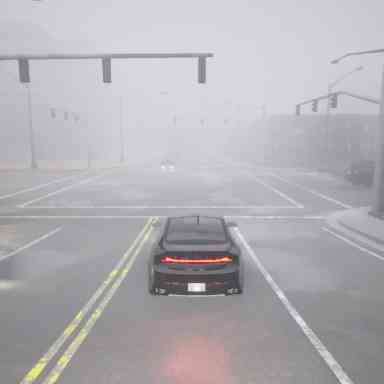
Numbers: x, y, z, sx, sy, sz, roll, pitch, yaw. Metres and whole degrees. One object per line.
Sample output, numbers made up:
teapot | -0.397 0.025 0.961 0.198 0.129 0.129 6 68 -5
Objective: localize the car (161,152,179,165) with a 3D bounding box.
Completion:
car | -3.580 -4.900 50.697 2.033 1.411 5.357 0 9 0

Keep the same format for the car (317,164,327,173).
car | 15.948 -2.671 36.327 4.181 1.385 1.994 0 9 0

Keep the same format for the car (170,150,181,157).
car | -3.537 -6.935 62.613 2.097 1.767 4.553 0 9 0

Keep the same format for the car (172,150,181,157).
car | -3.476 -8.608 74.293 1.882 1.535 5.008 0 9 0

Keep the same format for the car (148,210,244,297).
car | 0.074 1.200 8.032 1.837 1.490 4.892 0 4 0

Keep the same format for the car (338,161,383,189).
car | 14.712 -1.359 25.569 5.566 2.045 2.150 0 9 -1

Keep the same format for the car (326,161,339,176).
car | 16.653 -2.154 32.866 5.357 1.411 2.033 0 9 2
